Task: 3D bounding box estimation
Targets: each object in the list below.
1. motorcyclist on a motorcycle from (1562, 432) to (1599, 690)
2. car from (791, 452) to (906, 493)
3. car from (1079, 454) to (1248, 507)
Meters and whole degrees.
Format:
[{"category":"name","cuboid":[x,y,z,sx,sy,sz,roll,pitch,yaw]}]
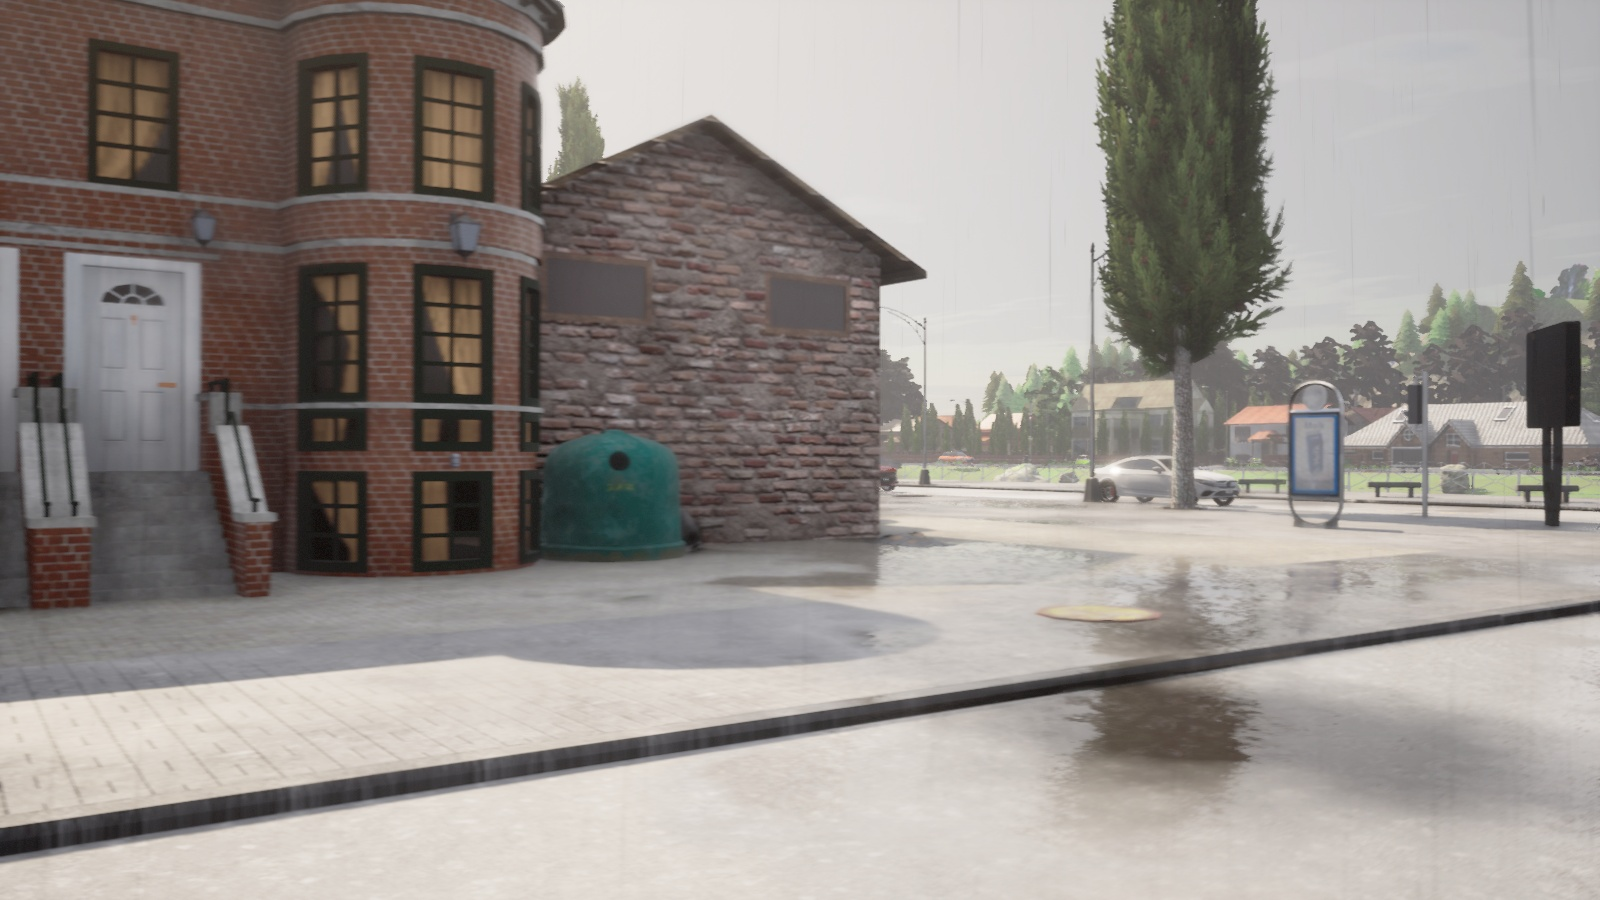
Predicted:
[{"category":"motorcyclist on a motorcycle","cuboid":[6.159,0.703,8.553,2.350,1.649,0.766,0,0,-35]},{"category":"car","cuboid":[1.846,0.840,49.431,1.882,1.535,5.008,0,0,-35]},{"category":"car","cuboid":[10.589,0.839,36.880,1.812,1.442,4.674,0,0,-35]}]
